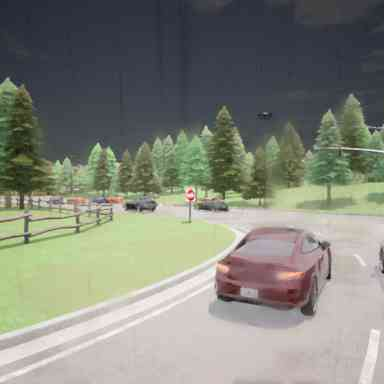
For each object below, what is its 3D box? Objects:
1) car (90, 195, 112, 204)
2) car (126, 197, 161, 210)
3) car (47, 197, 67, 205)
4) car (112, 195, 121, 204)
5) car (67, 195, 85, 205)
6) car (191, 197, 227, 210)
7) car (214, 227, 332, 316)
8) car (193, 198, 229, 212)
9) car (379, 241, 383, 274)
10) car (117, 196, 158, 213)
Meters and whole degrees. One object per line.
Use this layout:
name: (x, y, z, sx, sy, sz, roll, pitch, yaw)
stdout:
car: (-17.176, 1.528, 61.358, 1.812, 1.442, 4.674, 0, 0, -40)
car: (-6.327, 1.493, 43.078, 2.128, 1.511, 4.902, 0, 0, -40)
car: (-24.230, 1.528, 58.880, 1.812, 1.442, 4.674, 0, 0, -40)
car: (-15.013, 1.354, 64.235, 2.097, 1.767, 4.553, 0, 0, -40)
car: (-21.323, 1.354, 60.858, 2.097, 1.767, 4.553, 0, 0, -40)
car: (2.193, 1.479, 43.833, 1.882, 1.535, 5.008, 0, 0, -40)
car: (2.048, 1.526, 7.608, 1.812, 1.442, 4.674, 0, 0, 28)
car: (2.247, 1.566, 38.342, 1.994, 1.385, 4.181, 0, 0, -40)
car: (5.356, 1.548, 7.294, 2.033, 1.411, 5.357, 0, 0, 24)
car: (-5.924, 1.493, 37.171, 2.128, 1.511, 4.902, 0, 0, -40)
